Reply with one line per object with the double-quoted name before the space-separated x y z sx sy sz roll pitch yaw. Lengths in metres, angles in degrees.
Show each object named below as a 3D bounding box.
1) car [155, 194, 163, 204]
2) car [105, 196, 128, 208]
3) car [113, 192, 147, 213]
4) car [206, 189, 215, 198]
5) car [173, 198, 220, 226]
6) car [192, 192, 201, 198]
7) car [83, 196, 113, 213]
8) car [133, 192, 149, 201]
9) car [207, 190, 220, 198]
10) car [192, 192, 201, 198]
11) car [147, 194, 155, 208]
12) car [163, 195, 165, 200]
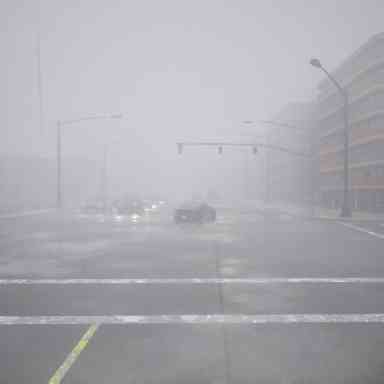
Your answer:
"car" -6.253 1.080 52.650 2.128 1.511 4.902 0 1 0
"car" -9.789 1.314 43.473 1.994 1.385 4.181 0 1 0
"car" -6.320 1.226 34.486 2.097 1.767 4.553 0 1 0
"car" 4.421 0.425 75.886 2.150 2.045 5.566 0 1 0
"car" 0.303 1.433 23.315 1.882 1.535 5.008 1 1 20
"car" 0.885 0.959 65.759 1.895 1.301 4.718 0 1 0
"car" -9.818 1.225 34.831 2.097 1.767 4.553 0 1 0
"car" -9.674 0.896 63.169 2.128 1.511 4.902 0 1 1
"car" 4.487 0.919 65.903 1.994 1.385 4.181 0 1 0
"car" 0.919 0.649 75.735 2.033 1.411 5.357 0 1 0
"car" -6.289 1.277 43.369 1.812 1.442 4.674 0 1 0
"car" -6.180 1.012 62.779 1.895 1.301 4.718 0 1 1
